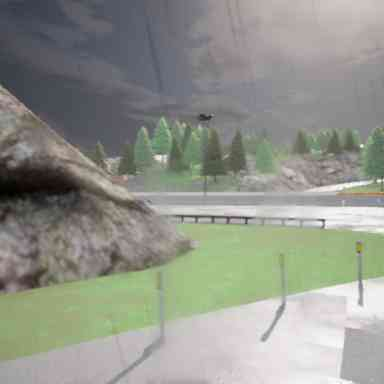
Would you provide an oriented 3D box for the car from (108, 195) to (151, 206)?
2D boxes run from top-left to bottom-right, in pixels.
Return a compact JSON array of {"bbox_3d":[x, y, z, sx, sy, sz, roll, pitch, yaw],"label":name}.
[{"bbox_3d":[-8.155,1.072,43.110,5.357,1.411,2.033,0,1,27],"label":"car"}]

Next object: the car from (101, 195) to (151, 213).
[{"bbox_3d":[-6.503,1.129,34.464,4.902,1.511,2.128,0,1,27],"label":"car"}]
